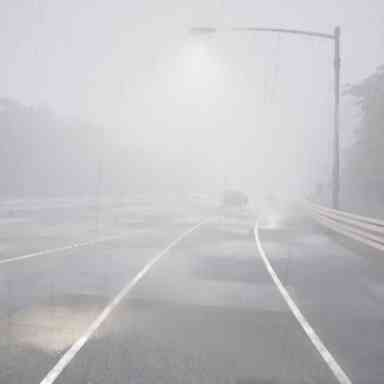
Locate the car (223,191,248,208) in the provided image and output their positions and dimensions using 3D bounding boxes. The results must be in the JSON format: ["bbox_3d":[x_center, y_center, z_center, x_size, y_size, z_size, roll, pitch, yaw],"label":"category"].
[{"bbox_3d":[5.629,0.877,42.841,2.150,2.045,5.566,0,0,22],"label":"car"}]

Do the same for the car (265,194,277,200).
[{"bbox_3d":[16.674,1.058,69.764,1.994,1.385,4.181,0,0,22],"label":"car"}]
